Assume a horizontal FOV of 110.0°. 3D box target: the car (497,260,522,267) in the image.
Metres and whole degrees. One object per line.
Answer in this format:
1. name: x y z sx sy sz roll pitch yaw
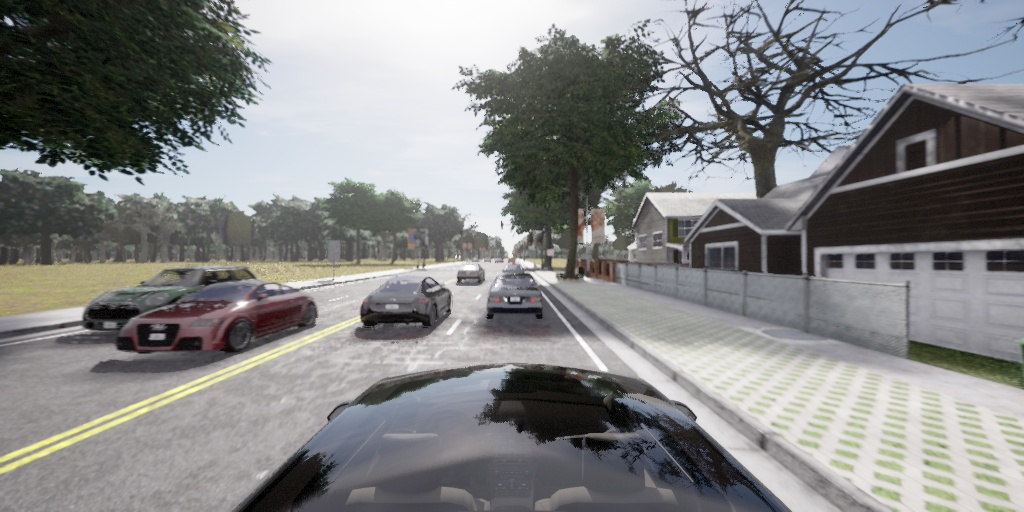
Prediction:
1. car: 0.088 1.297 28.258 2.033 1.411 5.357 0 0 0

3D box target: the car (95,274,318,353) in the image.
1. car: -6.602 1.314 8.671 1.994 1.385 4.181 0 0 0

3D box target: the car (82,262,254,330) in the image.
1. car: -9.853 1.102 11.032 2.097 1.767 4.553 0 0 0

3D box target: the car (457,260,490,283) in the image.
1. car: -3.161 1.297 28.259 2.033 1.411 5.357 0 0 0

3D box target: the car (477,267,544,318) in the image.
1. car: 0.092 1.297 12.902 2.033 1.411 5.357 0 0 0

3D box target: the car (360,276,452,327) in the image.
1. car: -3.161 1.314 11.481 1.994 1.385 4.181 0 0 0
